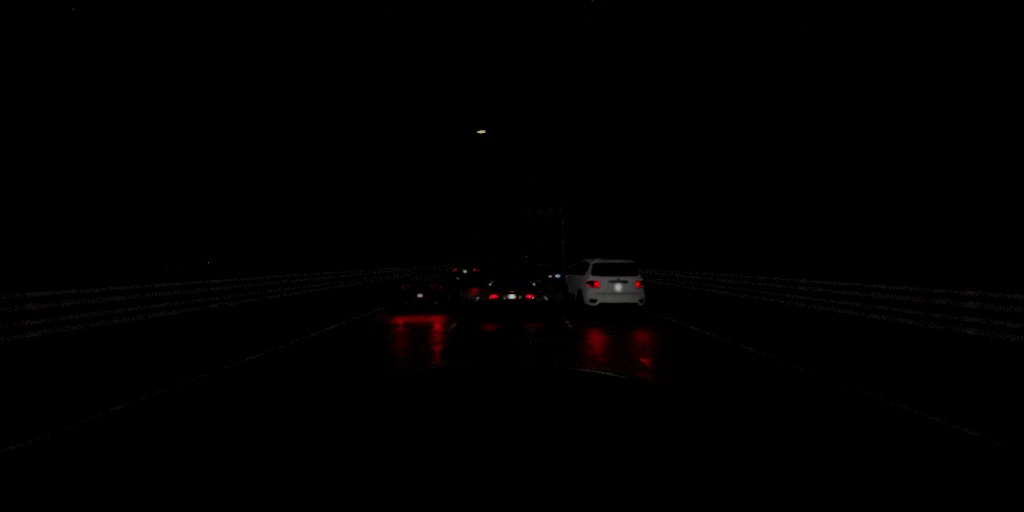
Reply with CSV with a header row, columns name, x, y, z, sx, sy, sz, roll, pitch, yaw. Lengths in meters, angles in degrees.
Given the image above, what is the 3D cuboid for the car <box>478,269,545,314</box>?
name,x,y,z,sx,sy,sz,roll,pitch,yaw
car,0.003,1.425,14.378,2.033,1.411,5.357,0,-1,0

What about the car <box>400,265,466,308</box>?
name,x,y,z,sx,sy,sz,roll,pitch,yaw
car,-3.481,1.372,16.111,1.882,1.535,5.008,0,0,0

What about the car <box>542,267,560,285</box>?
name,x,y,z,sx,sy,sz,roll,pitch,yaw
car,3.498,1.584,29.383,2.033,1.411,5.357,0,-1,0

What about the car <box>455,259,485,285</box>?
name,x,y,z,sx,sy,sz,roll,pitch,yaw
car,-3.502,1.262,29.432,2.150,2.045,5.566,0,0,0

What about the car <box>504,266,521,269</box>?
name,x,y,z,sx,sy,sz,roll,pitch,yaw
car,0.007,1.554,30.359,1.837,1.490,4.892,0,0,0

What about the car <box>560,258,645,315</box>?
name,x,y,z,sx,sy,sz,roll,pitch,yaw
car,3.504,1.103,14.467,2.150,2.045,5.566,0,0,0
